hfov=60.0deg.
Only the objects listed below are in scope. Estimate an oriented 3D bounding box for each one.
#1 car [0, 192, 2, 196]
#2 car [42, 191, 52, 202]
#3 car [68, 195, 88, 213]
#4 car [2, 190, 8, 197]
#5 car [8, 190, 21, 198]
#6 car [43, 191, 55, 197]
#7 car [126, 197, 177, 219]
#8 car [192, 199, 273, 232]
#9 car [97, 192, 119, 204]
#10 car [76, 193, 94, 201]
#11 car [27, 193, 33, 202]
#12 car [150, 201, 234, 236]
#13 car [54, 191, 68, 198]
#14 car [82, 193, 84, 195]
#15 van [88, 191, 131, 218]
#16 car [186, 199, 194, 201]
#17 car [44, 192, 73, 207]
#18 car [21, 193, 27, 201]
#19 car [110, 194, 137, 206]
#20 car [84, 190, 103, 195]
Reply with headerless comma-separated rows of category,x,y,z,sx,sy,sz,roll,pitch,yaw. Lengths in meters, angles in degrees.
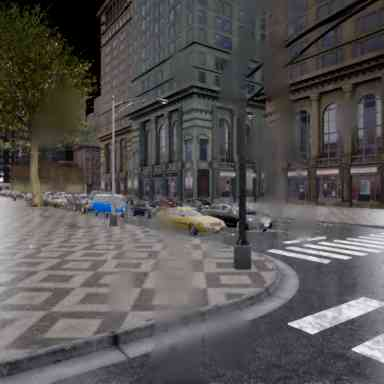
car,-45.655,0.253,82.176,1.967,1.590,4.097,1,0,-35
car,-19.723,0.991,45.475,2.008,1.369,4.403,1,0,-35
car,-9.998,1.230,31.709,2.008,1.369,4.403,1,0,-35
car,-42.413,0.329,77.588,1.967,1.590,4.097,1,0,-35
car,-35.929,0.482,68.413,1.967,1.590,4.097,1,0,-35
car,-35.455,0.470,82.510,1.802,1.307,4.206,1,0,-35
car,-3.353,1.338,26.905,1.994,1.385,4.181,0,1,-35
car,2.369,1.370,18.796,2.128,1.511,4.902,0,1,-35
car,-12.763,0.880,50.400,1.967,1.590,4.097,1,0,-35
car,-19.248,0.860,59.575,1.802,1.307,4.206,1,0,-35
car,-22.965,0.910,50.063,2.008,1.369,4.403,1,0,-35
car,-0.173,1.397,17.801,1.752,1.417,4.829,1,0,-35
car,-28.972,0.586,73.336,1.887,1.381,4.507,1,0,-35
car,-16.006,0.909,54.988,2.008,1.369,4.403,1,0,-35
van,-6.754,1.090,27.120,1.690,1.788,3.998,1,0,-35
car,0.201,1.314,32.048,1.947,1.339,4.313,1,0,-35
car,-16.384,1.050,40.749,1.752,1.417,4.829,1,0,-35
car,-26.207,0.829,54.651,2.008,1.369,4.403,1,0,-35
car,-9.524,1.073,45.813,2.008,1.369,4.403,1,0,-35
car,-9.169,0.869,35.147,2.150,2.045,5.566,0,1,-35
